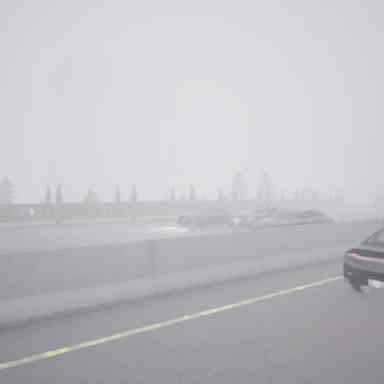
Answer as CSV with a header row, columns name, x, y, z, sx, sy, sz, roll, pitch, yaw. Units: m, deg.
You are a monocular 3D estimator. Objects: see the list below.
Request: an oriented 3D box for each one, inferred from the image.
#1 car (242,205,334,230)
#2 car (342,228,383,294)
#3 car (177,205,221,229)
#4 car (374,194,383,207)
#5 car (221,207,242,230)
name,x,y,z,sx,sy,sz,roll,pitch,yaw
car,4.980,1.533,16.197,4.892,1.490,1.837,0,0,-36
car,5.417,1.510,7.612,4.902,1.511,2.128,0,0,-35
car,1.113,1.592,22.037,4.181,1.385,1.994,0,0,-36
car,30.155,1.339,52.574,2.150,2.045,5.566,0,0,31
car,4.469,1.523,20.149,4.902,1.511,2.128,0,0,-36
